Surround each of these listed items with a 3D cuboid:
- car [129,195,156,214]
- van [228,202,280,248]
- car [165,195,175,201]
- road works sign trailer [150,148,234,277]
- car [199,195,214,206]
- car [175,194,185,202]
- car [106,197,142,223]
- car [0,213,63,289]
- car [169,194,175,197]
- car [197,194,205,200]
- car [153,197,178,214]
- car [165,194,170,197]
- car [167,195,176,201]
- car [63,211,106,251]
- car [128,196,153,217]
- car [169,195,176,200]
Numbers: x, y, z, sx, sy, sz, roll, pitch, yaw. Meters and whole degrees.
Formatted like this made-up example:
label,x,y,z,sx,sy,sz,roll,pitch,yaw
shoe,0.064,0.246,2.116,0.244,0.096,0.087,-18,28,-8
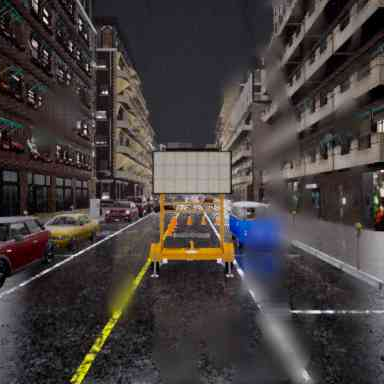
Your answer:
label,x,y,z,sx,sy,sz,roll,pitch,yaw
car,-5.327,1.319,36.599,2.192,1.841,5.009,1,0,0
van,2.566,1.343,14.427,1.690,1.788,3.998,1,0,0
car,-5.356,1.552,80.991,2.008,1.369,4.403,1,0,0
road works sign trailer,0.000,0.466,10.229,2.380,3.560,2.880,0,0,0
car,2.542,1.444,53.271,1.967,1.590,4.097,1,0,0
car,-2.797,1.354,77.329,2.097,1.767,4.553,0,0,0
car,-5.322,1.443,25.501,1.967,1.590,4.097,1,0,0
car,-5.312,1.442,8.854,1.967,1.590,4.097,1,0,0
car,-5.347,1.318,69.893,2.192,1.841,5.009,1,0,0
car,2.519,1.440,92.115,1.967,1.590,4.097,1,0,0
car,-2.873,1.568,35.506,1.994,1.385,4.181,0,0,0
car,-5.343,1.529,58.625,1.752,1.417,4.829,1,0,0
car,-5.360,1.567,86.540,1.947,1.339,4.313,1,0,0
car,-5.316,1.527,14.233,1.752,1.417,4.829,1,0,0
car,-5.324,1.319,31.050,2.192,1.841,5.009,1,0,0
car,-5.363,1.582,92.089,1.802,1.307,4.206,1,0,0
